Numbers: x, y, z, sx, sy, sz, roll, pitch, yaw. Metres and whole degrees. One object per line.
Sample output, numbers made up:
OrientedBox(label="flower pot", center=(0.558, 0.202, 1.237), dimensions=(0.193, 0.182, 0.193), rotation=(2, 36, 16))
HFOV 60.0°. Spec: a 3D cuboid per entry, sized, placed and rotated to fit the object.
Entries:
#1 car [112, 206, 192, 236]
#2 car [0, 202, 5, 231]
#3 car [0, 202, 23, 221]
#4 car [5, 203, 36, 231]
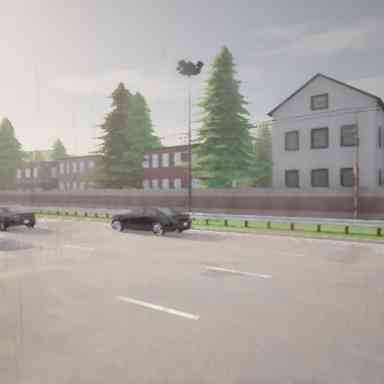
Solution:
OrientedBox(label="car", center=(-2.354, 1.506, 18.572), dimensions=(5.008, 1.535, 1.882), rotation=(0, 0, 36))
OrientedBox(label="car", center=(-12.137, 1.264, 16.952), dimensions=(5.566, 2.045, 2.150), rotation=(0, 0, 36))
OrientedBox(label="car", center=(-17.282, 1.616, 29.222), dimensions=(5.357, 1.411, 2.033), rotation=(0, 0, 36))
OrientedBox(label="car", center=(-11.602, 1.573, 20.870), dimensions=(4.674, 1.442, 1.812), rotation=(0, 0, 36))
